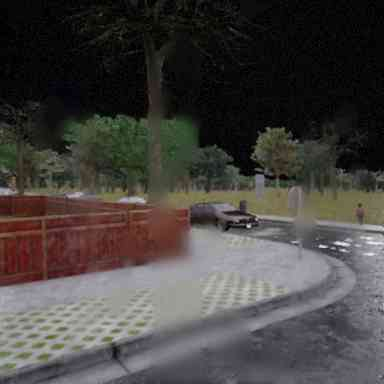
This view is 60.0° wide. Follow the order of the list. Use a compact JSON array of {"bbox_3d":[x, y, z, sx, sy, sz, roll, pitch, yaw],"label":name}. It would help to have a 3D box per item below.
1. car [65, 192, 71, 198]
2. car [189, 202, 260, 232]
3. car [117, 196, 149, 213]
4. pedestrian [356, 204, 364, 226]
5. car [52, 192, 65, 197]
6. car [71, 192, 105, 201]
[{"bbox_3d":[-16.470,0.702,48.367,1.812,1.442,4.674,-1,1,-36],"label":"car"},{"bbox_3d":[1.305,1.288,18.844,2.033,1.411,5.357,-1,1,-36],"label":"car"},{"bbox_3d":[-4.725,1.108,27.163,1.812,1.442,4.674,-1,1,-36],"label":"car"},{"bbox_3d":[9.132,0.907,18.029,0.375,1.860,0.375,0,0,-36],"label":"pedestrian"},{"bbox_3d":[-22.359,0.616,56.477,1.895,1.301,4.718,-1,1,-36],"label":"car"},{"bbox_3d":[-10.908,0.965,35.694,2.033,1.411,5.357,-1,1,-36],"label":"car"}]
